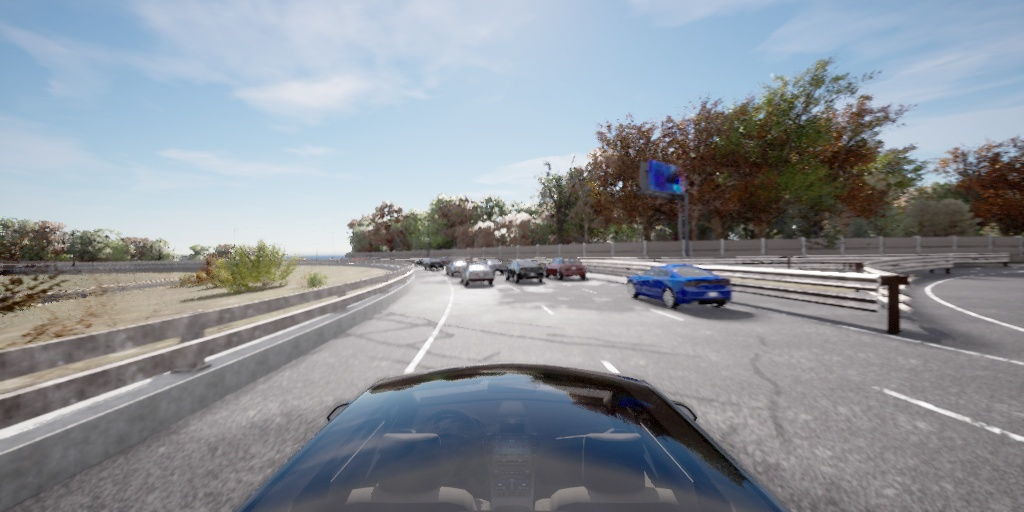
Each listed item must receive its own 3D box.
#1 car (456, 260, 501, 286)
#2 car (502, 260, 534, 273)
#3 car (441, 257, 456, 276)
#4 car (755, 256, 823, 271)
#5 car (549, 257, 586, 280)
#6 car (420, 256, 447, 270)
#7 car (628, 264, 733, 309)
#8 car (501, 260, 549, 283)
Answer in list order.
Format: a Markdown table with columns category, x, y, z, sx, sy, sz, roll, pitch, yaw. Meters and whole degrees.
| category | x | y | z | sx | sy | sz | roll | pitch | yaw |
| --- | --- | --- | --- | --- | --- | --- | --- | --- | --- |
| car | -2.422 | 1.173 | 24.443 | 2.033 | 1.411 | 5.357 | -1 | 0 | -13 |
| car | 0.577 | 1.079 | 39.305 | 1.895 | 1.301 | 4.718 | -1 | 0 | -20 |
| car | -5.204 | 1.142 | 34.686 | 2.033 | 1.411 | 5.357 | -1 | 0 | -18 |
| car | 24.320 | 0.730 | 32.054 | 5.357 | 1.411 | 2.033 | -1 | 0 | 13 |
| car | 3.988 | 0.860 | 27.905 | 2.097 | 1.767 | 4.553 | -1 | 0 | -13 |
| car | -10.537 | 1.057 | 47.894 | 1.882 | 1.535 | 5.008 | -1 | 1 | -25 |
| car | 6.215 | 1.051 | 13.955 | 1.882 | 1.535 | 5.008 | -1 | 1 | -6 |
| car | 0.811 | 1.045 | 26.070 | 1.882 | 1.535 | 5.008 | -1 | 1 | -13 |
